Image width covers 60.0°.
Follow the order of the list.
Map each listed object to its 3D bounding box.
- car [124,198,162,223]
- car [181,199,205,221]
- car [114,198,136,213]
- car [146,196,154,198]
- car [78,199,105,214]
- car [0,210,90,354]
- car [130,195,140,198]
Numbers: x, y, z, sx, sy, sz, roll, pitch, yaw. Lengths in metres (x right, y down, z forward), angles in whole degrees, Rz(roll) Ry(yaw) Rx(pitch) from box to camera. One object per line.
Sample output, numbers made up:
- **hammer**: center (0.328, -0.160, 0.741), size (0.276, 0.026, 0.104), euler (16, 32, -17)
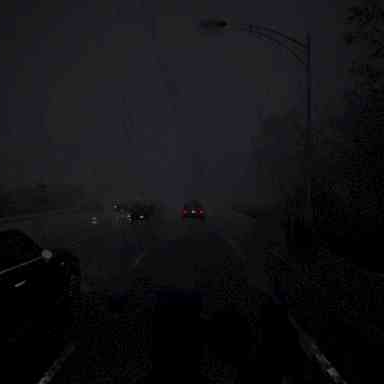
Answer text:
- **car**: center (-3.398, 1.480, 25.028), size (2.128, 1.511, 4.902), euler (0, 0, 0)
- **car**: center (0.103, 1.534, 27.407), size (2.033, 1.411, 5.357), euler (0, 0, 0)
- **car**: center (-7.102, 1.584, 36.020), size (1.895, 1.301, 4.718), euler (0, 0, 0)
- **car**: center (-9.777, 1.494, 77.630), size (1.895, 1.301, 4.718), euler (0, 0, -9)
- **car**: center (-10.605, 1.509, 35.324), size (1.812, 1.442, 4.674), euler (0, 0, 0)
- **car**: center (-3.398, 1.350, 5.205), size (2.097, 1.767, 4.553), euler (0, 0, 0)
- **car**: center (-12.935, 1.362, 75.490), size (1.837, 1.490, 4.892), euler (0, 0, -9)
